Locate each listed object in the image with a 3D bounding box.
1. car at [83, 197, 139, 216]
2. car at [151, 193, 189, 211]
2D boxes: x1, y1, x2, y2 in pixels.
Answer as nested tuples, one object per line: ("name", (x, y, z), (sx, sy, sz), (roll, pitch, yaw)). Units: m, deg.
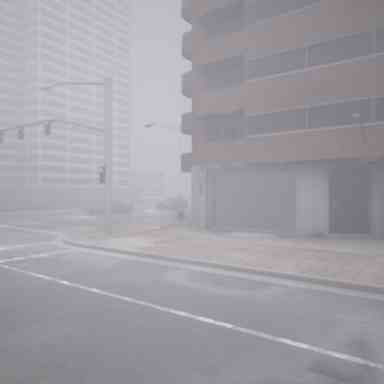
("car", (-8.137, 1.550, 33.182), (2.033, 1.411, 5.357), (0, 0, 35))
("car", (-2.411, 1.354, 41.282), (2.097, 1.767, 4.553), (0, 0, 35))
